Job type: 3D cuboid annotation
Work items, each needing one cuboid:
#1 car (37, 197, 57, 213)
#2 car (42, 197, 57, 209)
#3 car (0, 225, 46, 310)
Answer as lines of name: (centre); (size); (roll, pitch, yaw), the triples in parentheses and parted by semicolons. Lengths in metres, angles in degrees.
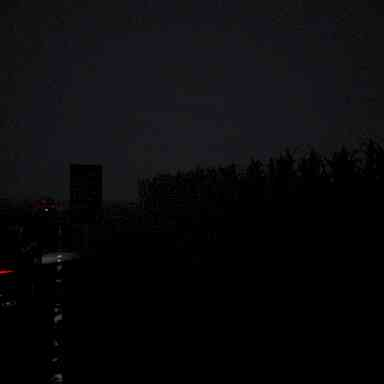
car: (-15.714, 1.551, 36.196); (1.895, 1.301, 4.718); (0, 0, -21)
car: (-19.471, 1.454, 45.609); (1.812, 1.442, 4.674); (0, 0, -21)
car: (-4.447, 1.498, 7.414); (1.837, 1.490, 4.892); (0, 0, -21)
